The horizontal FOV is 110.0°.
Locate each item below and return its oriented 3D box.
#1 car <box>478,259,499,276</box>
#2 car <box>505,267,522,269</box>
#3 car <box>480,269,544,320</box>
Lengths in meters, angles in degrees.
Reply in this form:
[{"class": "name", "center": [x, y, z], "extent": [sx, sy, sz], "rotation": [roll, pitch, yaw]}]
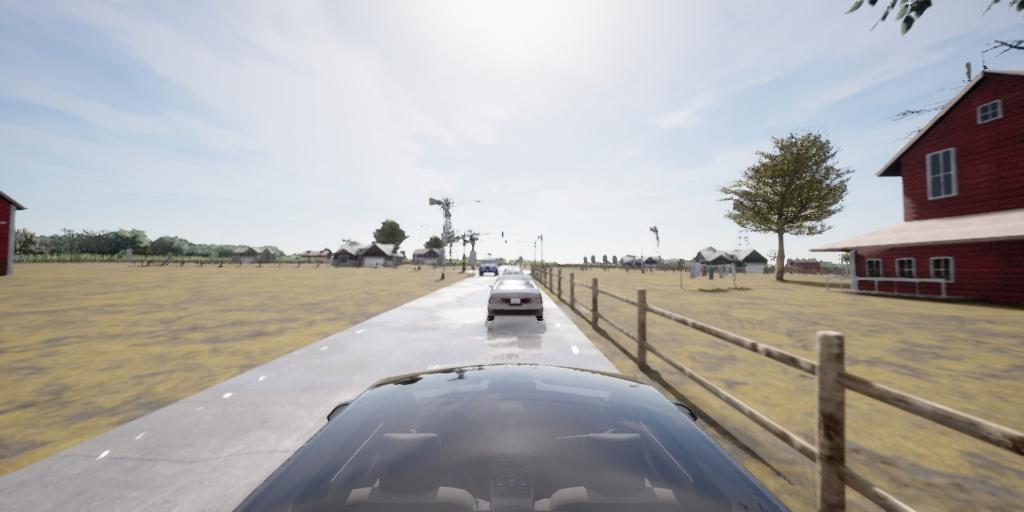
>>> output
[{"class": "car", "center": [-2.776, 1.386, 43.540], "extent": [2.150, 2.045, 5.566], "rotation": [0, -1, 1]}, {"class": "car", "center": [0.097, 1.611, 31.554], "extent": [1.895, 1.301, 4.718], "rotation": [0, -1, 0]}, {"class": "car", "center": [0.101, 1.373, 12.948], "extent": [2.033, 1.411, 5.357], "rotation": [0, 0, 0]}]
